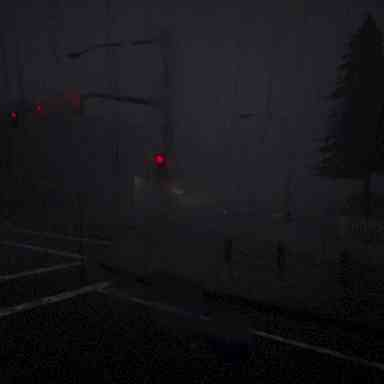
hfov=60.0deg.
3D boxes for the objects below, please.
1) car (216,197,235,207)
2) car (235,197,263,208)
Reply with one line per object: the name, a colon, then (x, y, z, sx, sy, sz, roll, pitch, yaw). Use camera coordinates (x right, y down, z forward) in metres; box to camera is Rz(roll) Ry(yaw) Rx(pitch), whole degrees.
car: (5.231, 1.417, 47.868, 1.994, 1.385, 4.181, 0, 0, 36)
car: (8.117, 1.439, 45.884, 1.994, 1.385, 4.181, 0, 0, 36)
